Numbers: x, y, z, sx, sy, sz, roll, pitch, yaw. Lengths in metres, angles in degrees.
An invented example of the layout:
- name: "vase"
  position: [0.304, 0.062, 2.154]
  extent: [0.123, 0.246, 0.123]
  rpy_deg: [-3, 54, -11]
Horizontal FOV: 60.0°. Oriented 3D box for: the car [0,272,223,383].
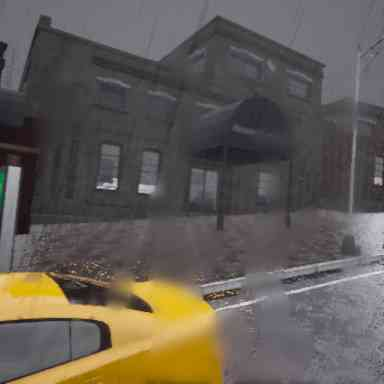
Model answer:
- name: "car"
  position: [-2.052, 1.469, 2.408]
  extent: [5.008, 1.535, 1.882]
  rpy_deg: [0, 0, -35]
